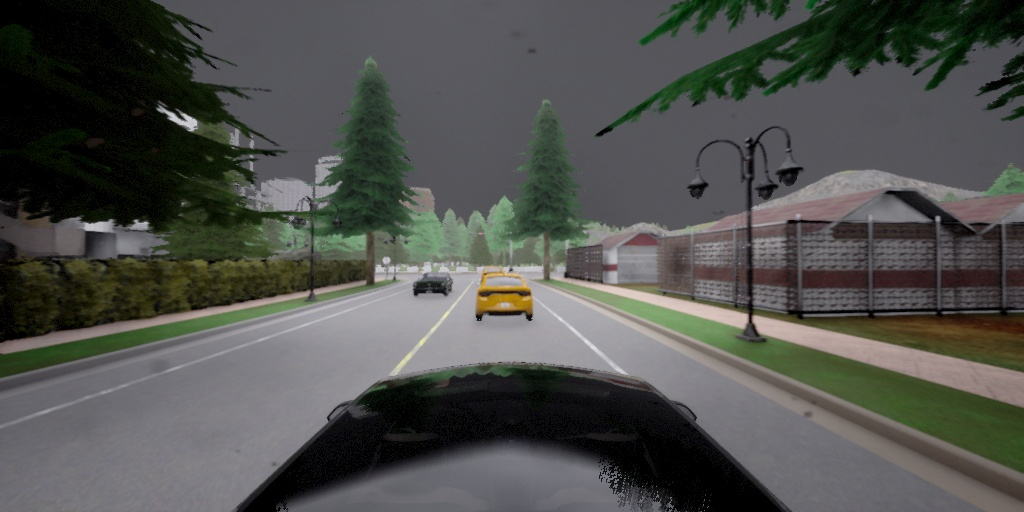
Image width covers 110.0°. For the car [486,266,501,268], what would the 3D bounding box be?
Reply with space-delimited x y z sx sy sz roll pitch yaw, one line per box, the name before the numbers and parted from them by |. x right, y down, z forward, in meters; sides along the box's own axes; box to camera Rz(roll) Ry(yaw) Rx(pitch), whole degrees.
car | -1.490 1.583 28.422 1.882 1.535 5.008 0 -1 -5

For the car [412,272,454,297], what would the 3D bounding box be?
car | -4.515 1.611 21.020 1.895 1.301 4.718 0 -1 -5

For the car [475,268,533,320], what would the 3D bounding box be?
car | -0.334 1.382 13.392 1.882 1.535 5.008 0 -1 -3
